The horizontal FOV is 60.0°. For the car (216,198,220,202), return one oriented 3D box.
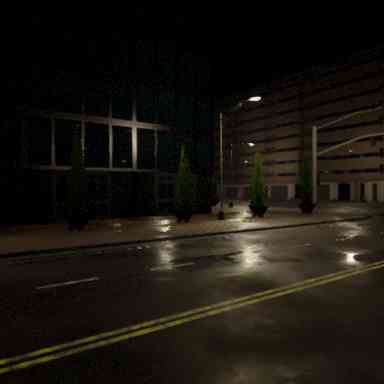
[{"bbox_3d":[2.856,1.210,59.539,2.033,1.411,5.357,-1,0,-34],"label":"car"}]
